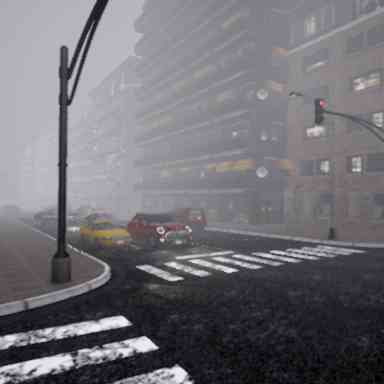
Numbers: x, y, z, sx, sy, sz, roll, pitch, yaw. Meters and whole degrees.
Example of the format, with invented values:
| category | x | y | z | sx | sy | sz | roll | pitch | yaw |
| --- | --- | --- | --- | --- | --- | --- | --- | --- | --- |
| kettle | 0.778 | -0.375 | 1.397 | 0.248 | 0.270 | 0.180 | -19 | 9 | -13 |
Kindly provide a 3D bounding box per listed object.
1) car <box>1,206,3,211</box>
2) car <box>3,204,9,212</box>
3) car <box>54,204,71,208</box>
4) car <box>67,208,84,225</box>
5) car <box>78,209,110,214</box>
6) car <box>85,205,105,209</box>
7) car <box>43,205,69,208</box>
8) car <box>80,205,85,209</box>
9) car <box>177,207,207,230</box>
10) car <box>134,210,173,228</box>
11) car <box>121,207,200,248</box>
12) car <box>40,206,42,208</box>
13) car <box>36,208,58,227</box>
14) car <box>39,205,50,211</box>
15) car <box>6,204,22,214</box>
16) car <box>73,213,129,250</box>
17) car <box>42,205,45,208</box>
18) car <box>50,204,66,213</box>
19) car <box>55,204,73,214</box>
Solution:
| category | x | y | z | sx | sy | sz | roll | pitch | yaw |
| --- | --- | --- | --- | --- | --- | --- | --- | --- | --- |
| car | -41.232 | 3.772 | 74.806 | 1.887 | 1.381 | 4.507 | 0 | -1 | -33 |
| car | -35.145 | 3.264 | 65.261 | 2.192 | 1.841 | 5.009 | 0 | -1 | -33 |
| car | -20.574 | 3.089 | 53.208 | 1.837 | 1.490 | 4.892 | 1 | -2 | -32 |
| car | -12.052 | 2.618 | 33.905 | 1.895 | 1.301 | 4.718 | 1 | -2 | -33 |
| car | -6.939 | 2.325 | 25.877 | 2.033 | 1.411 | 5.357 | 1 | -2 | -33 |
| car | -13.354 | 2.870 | 47.559 | 1.801 | 1.575 | 5.366 | 1 | -2 | -33 |
| car | -17.414 | 2.795 | 42.375 | 1.812 | 1.442 | 4.674 | 1 | -2 | -32 |
| car | -17.031 | 2.935 | 53.258 | 2.097 | 1.767 | 4.553 | 1 | -2 | -33 |
| car | -0.735 | 2.111 | 26.830 | 2.192 | 1.841 | 5.009 | 0 | -1 | -33 |
| car | -3.776 | 2.484 | 31.599 | 1.887 | 1.381 | 4.507 | 0 | -1 | -33 |
| car | -1.833 | 1.889 | 17.891 | 2.097 | 1.767 | 4.553 | 1 | -2 | -33 |
| car | -34.226 | 3.893 | 79.342 | 1.887 | 1.381 | 4.507 | 0 | -1 | -33 |
| car | -13.827 | 2.505 | 31.837 | 1.887 | 1.381 | 4.507 | 0 | -1 | -33 |
| car | -37.266 | 4.052 | 84.118 | 1.947 | 1.339 | 4.313 | 0 | -1 | -33 |
| car | -32.098 | 3.354 | 60.483 | 1.887 | 1.381 | 4.507 | 0 | -1 | -33 |
| car | -4.600 | 2.052 | 17.370 | 1.752 | 1.417 | 4.829 | 0 | -1 | -33 |
| car | -25.358 | 3.163 | 60.835 | 2.097 | 1.767 | 4.553 | 1 | -2 | -37 |
| car | -28.140 | 3.386 | 69.797 | 2.192 | 1.841 | 5.009 | 0 | -1 | -33 |
| car | -25.094 | 3.246 | 65.022 | 2.192 | 1.841 | 5.009 | 0 | -1 | -33 |
